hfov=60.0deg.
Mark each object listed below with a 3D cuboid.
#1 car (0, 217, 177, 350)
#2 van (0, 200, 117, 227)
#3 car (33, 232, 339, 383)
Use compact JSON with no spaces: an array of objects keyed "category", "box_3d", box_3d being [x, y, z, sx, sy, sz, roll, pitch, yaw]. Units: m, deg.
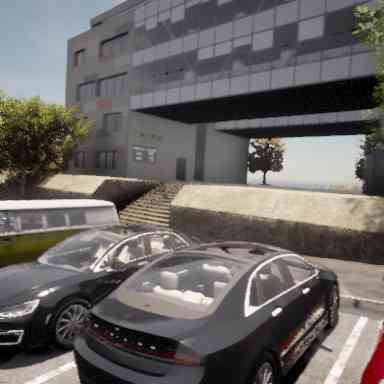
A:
[{"category":"car","box_3d":[-1.541,1.438,6.389,2.231,1.521,4.892,1,0,36]},{"category":"van","box_3d":[-3.885,1.186,7.911,1.878,1.987,4.442,1,0,36]},{"category":"car","box_3d":[0.726,1.463,4.757,2.231,1.521,4.892,1,0,36]}]
